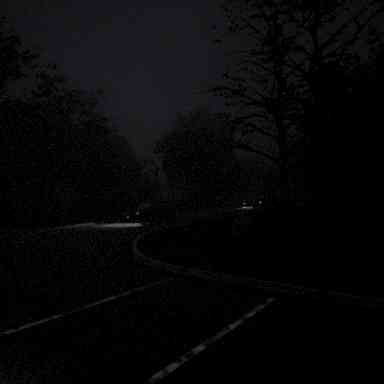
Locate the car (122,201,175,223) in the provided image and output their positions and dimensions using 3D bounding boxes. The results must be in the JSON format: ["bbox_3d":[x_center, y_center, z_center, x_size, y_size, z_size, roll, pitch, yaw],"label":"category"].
[{"bbox_3d":[-3.126,1.416,24.955,1.812,1.442,4.674,-3,-1,35],"label":"car"}]

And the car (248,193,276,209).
[{"bbox_3d":[7.892,0.985,35.015,1.994,1.385,4.181,-3,-1,32],"label":"car"}]

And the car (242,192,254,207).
[{"bbox_3d":[7.336,0.839,41.808,2.097,1.767,4.553,-3,0,8],"label":"car"}]
